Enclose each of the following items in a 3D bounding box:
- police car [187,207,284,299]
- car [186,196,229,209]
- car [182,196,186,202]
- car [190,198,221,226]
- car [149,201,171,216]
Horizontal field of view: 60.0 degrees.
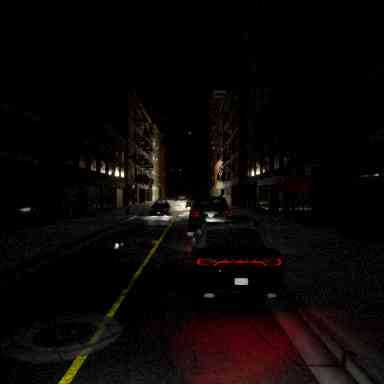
[{"bbox_3d":[0.901,1.427,8.644,1.930,1.638,5.238,0,0,0],"label":"police car"},{"bbox_3d":[0.904,1.231,18.565,2.150,2.045,5.566,0,0,0],"label":"car"},{"bbox_3d":[0.032,1.577,46.862,2.033,1.411,5.357,0,0,1],"label":"car"},{"bbox_3d":[0.904,1.361,24.504,2.097,1.767,4.553,0,0,0],"label":"car"},{"bbox_3d":[-3.096,1.564,33.446,2.033,1.411,5.357,0,0,0],"label":"car"}]
